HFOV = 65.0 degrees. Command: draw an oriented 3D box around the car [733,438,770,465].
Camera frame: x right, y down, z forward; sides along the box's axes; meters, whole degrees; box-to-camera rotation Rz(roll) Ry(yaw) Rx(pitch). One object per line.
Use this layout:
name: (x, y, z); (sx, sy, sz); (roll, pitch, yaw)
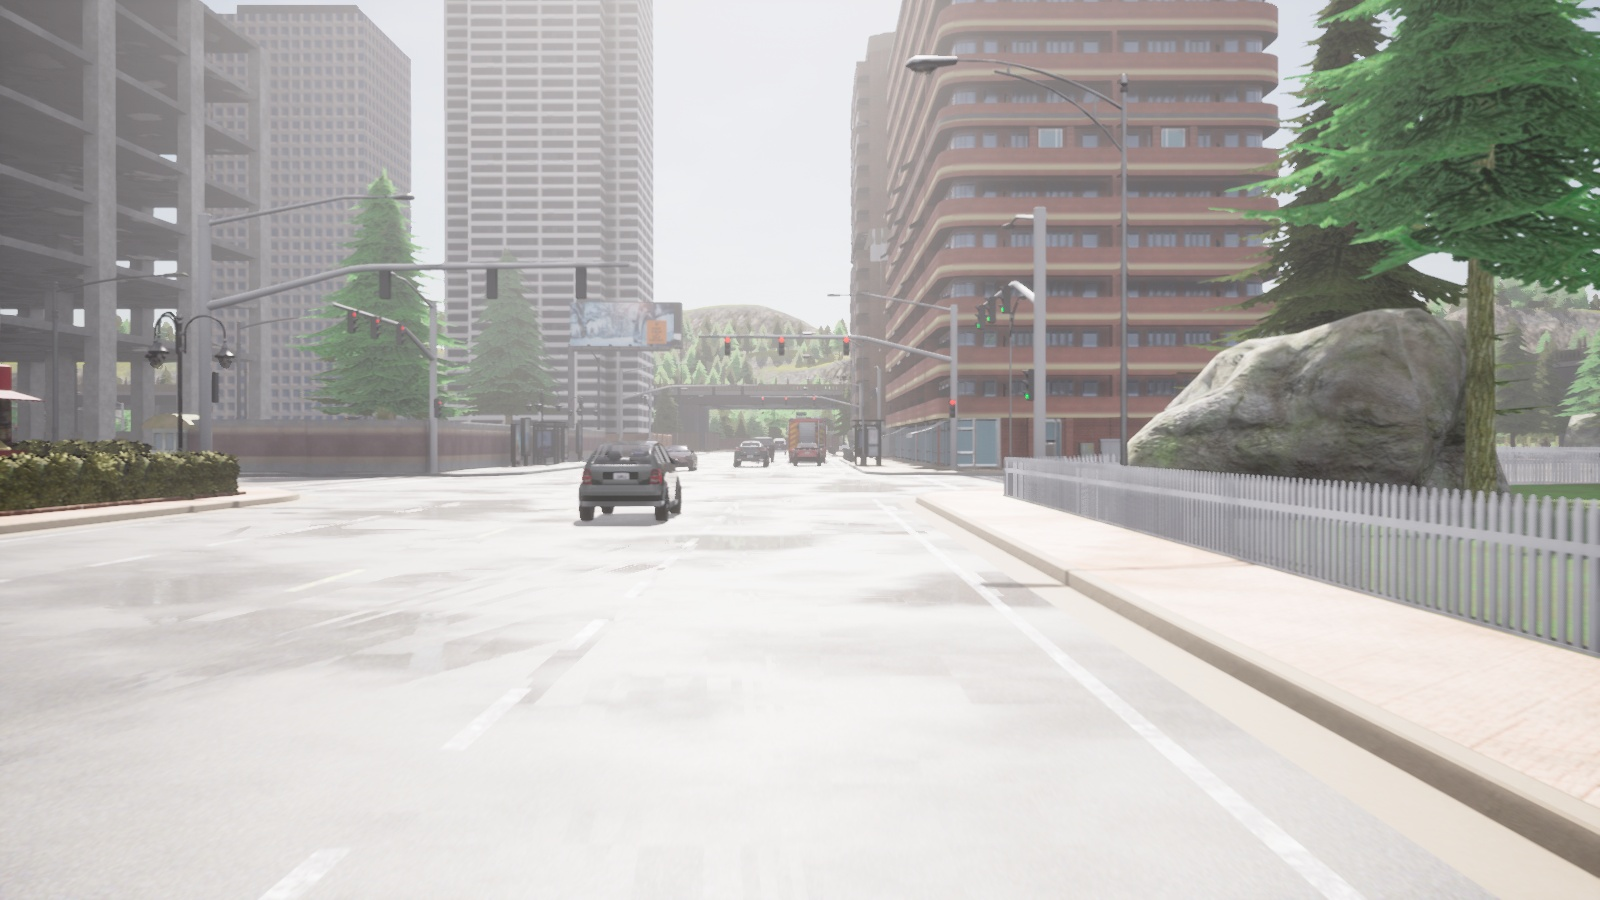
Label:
car: (-3.039, 0.074, 79.621); (2.152, 1.651, 5.027); (0, 0, 0)

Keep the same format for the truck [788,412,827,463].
truck: (0.566, -0.971, 98.155); (2.891, 3.827, 8.468); (0, 0, 0)

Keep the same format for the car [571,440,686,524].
car: (-3.343, 0.581, 25.111); (1.789, 1.549, 3.705); (0, 0, 0)

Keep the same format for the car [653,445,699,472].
car: (-6.601, 0.425, 67.252); (1.994, 1.385, 4.181); (0, 0, 1)

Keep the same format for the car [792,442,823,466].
car: (0.480, 0.226, 83.016); (2.007, 1.525, 4.514); (0, 0, 0)
